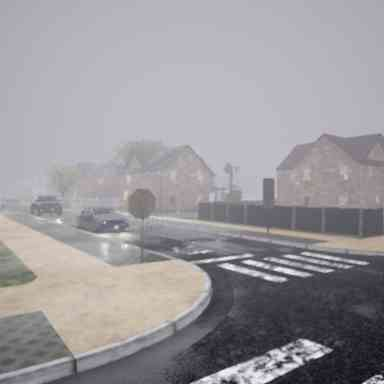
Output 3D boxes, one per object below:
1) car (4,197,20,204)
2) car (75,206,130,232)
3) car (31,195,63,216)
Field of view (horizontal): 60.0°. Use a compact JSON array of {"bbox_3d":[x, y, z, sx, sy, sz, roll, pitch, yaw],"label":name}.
[{"bbox_3d":[-37.904,1.769,70.718,2.128,1.511,4.902,1,-1,-36],"label":"car"},{"bbox_3d":[-5.833,1.623,21.135,2.033,1.411,5.357,1,-1,-36],"label":"car"},{"bbox_3d":[-14.672,1.321,33.489,2.150,2.045,5.566,1,-1,-35],"label":"car"}]
